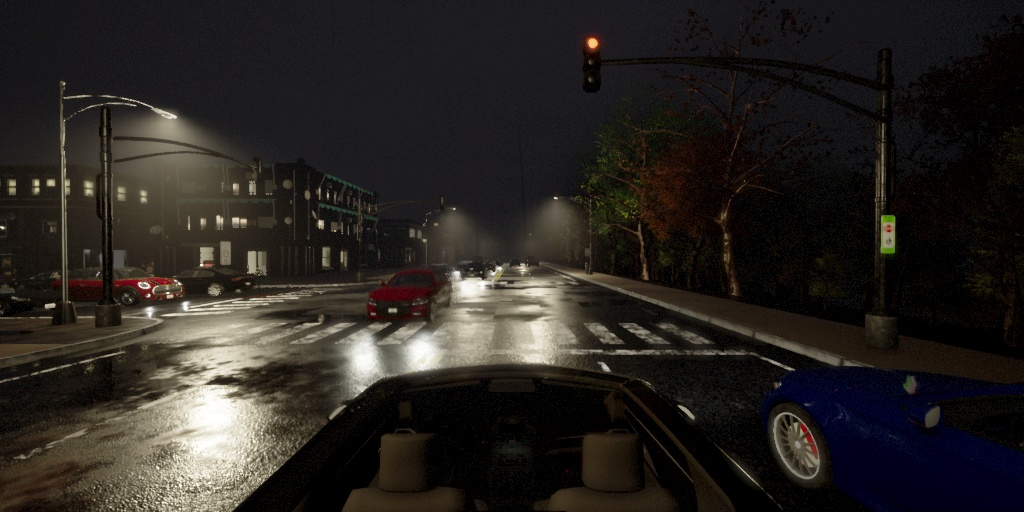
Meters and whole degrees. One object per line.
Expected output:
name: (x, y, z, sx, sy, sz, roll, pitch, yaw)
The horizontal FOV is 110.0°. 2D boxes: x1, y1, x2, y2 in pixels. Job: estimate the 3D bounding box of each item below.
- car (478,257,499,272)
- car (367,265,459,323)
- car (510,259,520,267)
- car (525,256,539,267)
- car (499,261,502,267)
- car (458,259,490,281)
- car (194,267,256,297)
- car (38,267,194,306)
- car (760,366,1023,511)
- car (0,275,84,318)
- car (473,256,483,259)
car: (-3.012, 1.239, 45.121, 1.837, 1.490, 4.892, 0, 0, 1)
car: (-3.271, 1.225, 12.368, 1.882, 1.535, 5.008, 0, 0, 0)
car: (0.585, 1.231, 64.812, 1.837, 1.490, 4.892, 0, 0, 0)
car: (3.835, 1.204, 64.653, 1.882, 1.535, 5.008, 0, 0, 1)
car: (-2.819, 1.327, 63.651, 1.895, 1.301, 4.718, 0, 0, 1)
car: (-3.128, 1.267, 30.564, 1.812, 1.442, 4.674, 0, 0, 0)
car: (-16.785, 1.386, 19.453, 5.008, 1.535, 1.882, -1, 1, 0)
car: (-17.994, 1.302, 16.484, 4.553, 1.767, 2.097, -1, 1, 0)
car: (3.355, 1.276, 1.587, 1.812, 1.442, 4.674, 0, 0, 1)
car: (-19.858, 1.565, 13.767, 4.313, 1.339, 1.948, 0, 0, 1)
car: (-6.062, 0.950, 64.040, 2.150, 2.045, 5.566, 0, 0, 1)
